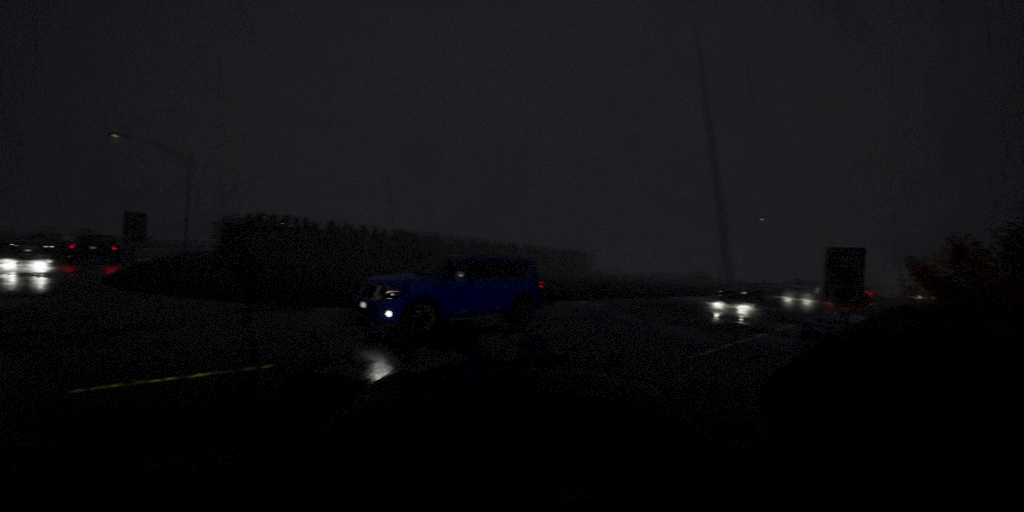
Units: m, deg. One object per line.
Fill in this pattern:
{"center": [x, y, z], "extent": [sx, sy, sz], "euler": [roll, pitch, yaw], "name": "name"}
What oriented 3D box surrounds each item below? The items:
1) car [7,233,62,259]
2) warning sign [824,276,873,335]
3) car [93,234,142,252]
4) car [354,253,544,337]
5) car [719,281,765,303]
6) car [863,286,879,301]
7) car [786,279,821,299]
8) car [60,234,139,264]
{"center": [-29.016, -0.679, 22.400], "extent": [2.128, 1.511, 4.902], "euler": [4, 0, -37], "name": "car"}
{"center": [12.122, 1.804, 13.021], "extent": [1.060, 1.860, 1.300], "euler": [0, 0, -41], "name": "warning sign"}
{"center": [-37.480, -1.221, 34.209], "extent": [1.882, 1.535, 5.008], "euler": [4, 0, -33], "name": "car"}
{"center": [-1.470, 0.934, 10.365], "extent": [5.566, 2.045, 2.150], "euler": [4, 0, -42], "name": "car"}
{"center": [17.306, 2.630, 26.932], "extent": [5.008, 1.535, 1.882], "euler": [4, -1, -40], "name": "car"}
{"center": [41.337, 4.281, 42.034], "extent": [4.553, 1.767, 2.097], "euler": [4, -1, -39], "name": "car"}
{"center": [31.628, 3.561, 38.819], "extent": [5.566, 2.045, 2.150], "euler": [4, -1, -39], "name": "car"}
{"center": [-24.804, -0.541, 21.778], "extent": [2.097, 1.767, 4.553], "euler": [4, 0, -39], "name": "car"}
